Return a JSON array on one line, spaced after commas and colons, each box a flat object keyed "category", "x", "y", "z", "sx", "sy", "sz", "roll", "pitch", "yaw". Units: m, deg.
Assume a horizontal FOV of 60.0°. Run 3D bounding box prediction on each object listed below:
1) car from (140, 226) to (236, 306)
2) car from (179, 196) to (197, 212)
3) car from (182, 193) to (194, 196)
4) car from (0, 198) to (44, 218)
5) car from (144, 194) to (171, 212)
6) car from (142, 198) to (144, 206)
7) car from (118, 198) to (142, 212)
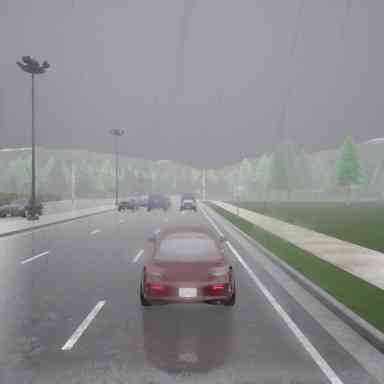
[{"category": "car", "x": -0.094, "y": 1.526, "z": 7.899, "sx": 1.812, "sy": 1.442, "sz": 4.674, "roll": 0, "pitch": 0, "yaw": -1}, {"category": "car", "x": -0.441, "y": 1.526, "z": 39.275, "sx": 1.812, "sy": 1.442, "sz": 4.674, "roll": 0, "pitch": 0, "yaw": -1}, {"category": "car", "x": -0.561, "y": 1.221, "z": 49.341, "sx": 2.150, "sy": 2.045, "sz": 5.566, "roll": 0, "pitch": 0, "yaw": -1}, {"category": "car", "x": -15.341, "y": 1.352, "z": 30.153, "sx": 2.097, "sy": 1.767, "sz": 4.553, "roll": 0, "pitch": 0, "yaw": -1}, {"category": "car", "x": -3.937, "y": 1.221, "z": 38.902, "sx": 2.150, "sy": 2.045, "sz": 5.566, "roll": 0, "pitch": 0, "yaw": -1}, {"category": "car", "x": -7.561, "y": 1.564, "z": 49.478, "sx": 1.994, "sy": 1.385, "sz": 4.181, "roll": 0, "pitch": 0, "yaw": -1}, {"category": "car", "x": -7.440, "y": 1.505, "z": 39.129, "sx": 1.837, "sy": 1.490, "sz": 4.892, "roll": 0, "pitch": 0, "yaw": -1}]
